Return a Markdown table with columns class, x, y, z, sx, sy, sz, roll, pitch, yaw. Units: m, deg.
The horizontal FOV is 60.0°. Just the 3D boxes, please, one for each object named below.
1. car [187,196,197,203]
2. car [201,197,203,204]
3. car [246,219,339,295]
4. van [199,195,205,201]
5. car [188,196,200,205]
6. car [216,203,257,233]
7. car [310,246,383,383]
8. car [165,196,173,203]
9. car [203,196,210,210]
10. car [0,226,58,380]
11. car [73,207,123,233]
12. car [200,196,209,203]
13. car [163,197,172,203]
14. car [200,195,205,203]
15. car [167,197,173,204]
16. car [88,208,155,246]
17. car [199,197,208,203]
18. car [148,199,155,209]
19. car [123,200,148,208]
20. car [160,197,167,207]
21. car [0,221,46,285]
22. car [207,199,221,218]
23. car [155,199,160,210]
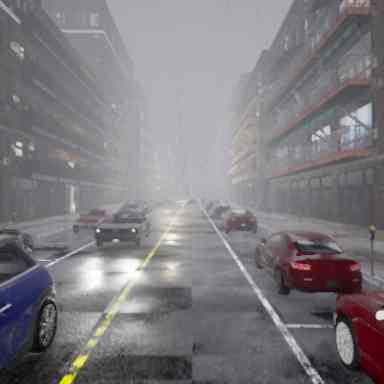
| class | x | y | z | sx | sy | sz | roll | pitch | yaw |
| --- | --- | --- | --- | --- | --- | --- | --- | --- | --- |
| car | 0.085 | 1.661 | 74.997 | 2.128 | 1.511 | 4.902 | 0 | 0 | 0 |
| car | 2.756 | 1.719 | 48.097 | 2.008 | 1.369 | 4.403 | 1 | 0 | 0 |
| car | 2.712 | 1.612 | 8.468 | 1.802 | 1.307 | 4.206 | 1 | 0 | 0 |
| van | 2.811 | 1.677 | 93.392 | 1.690 | 1.788 | 3.998 | 1 | 0 | 0 |
| car | 0.073 | 1.774 | 64.365 | 2.033 | 1.411 | 5.357 | 0 | 0 | 0 |
| car | 2.723 | 1.614 | 19.789 | 1.887 | 1.381 | 4.507 | 1 | 0 | 0 |
| car | 2.777 | 1.556 | 2.807 | 1.887 | 1.381 | 4.507 | 1 | 0 | 0 |
| car | -5.585 | 1.813 | 81.947 | 1.752 | 1.417 | 4.829 | 1 | 0 | 0 |
| car | 2.751 | 1.588 | 42.436 | 1.967 | 1.590 | 4.097 | 1 | 0 | 0 |
| car | -3.095 | 1.362 | 3.176 | 2.097 | 1.767 | 4.553 | 0 | 0 | 0 |
| car | -5.658 | 1.648 | 19.840 | 1.802 | 1.307 | 4.206 | 1 | 0 | 0 |
| car | 2.790 | 1.712 | 76.406 | 1.967 | 1.590 | 4.097 | 1 | 0 | 0 |
| car | -5.591 | 1.793 | 76.286 | 1.752 | 1.417 | 4.829 | 1 | 0 | 0 |
| car | 2.784 | 1.691 | 70.745 | 1.967 | 1.590 | 4.097 | 1 | 0 | 0 |
| car | -5.598 | 1.792 | 70.795 | 1.887 | 1.381 | 4.507 | 1 | 0 | 0 |
| car | -3.071 | 1.653 | 15.592 | 1.895 | 1.301 | 4.718 | 0 | 0 | 0 |
| car | 2.795 | 1.843 | 82.067 | 2.008 | 1.369 | 4.403 | 1 | 0 | 0 |
| car | -5.636 | 1.564 | 36.825 | 1.967 | 1.590 | 4.097 | 1 | 0 | 0 |
| car | -5.645 | 1.670 | 31.163 | 1.947 | 1.339 | 4.313 | 1 | 0 | 0 |
| car | -5.618 | 1.730 | 53.810 | 1.887 | 1.381 | 4.507 | 1 | 0 | 0 |
| car | -5.673 | 1.593 | 8.520 | 1.947 | 1.339 | 4.313 | 1 | 0 | 0 |
| car | 2.736 | 1.659 | 31.113 | 2.008 | 1.369 | 4.403 | 1 | 0 | 0 |
| car | -5.631 | 1.695 | 42.486 | 2.008 | 1.369 | 4.403 | 1 | 0 | 0 |
